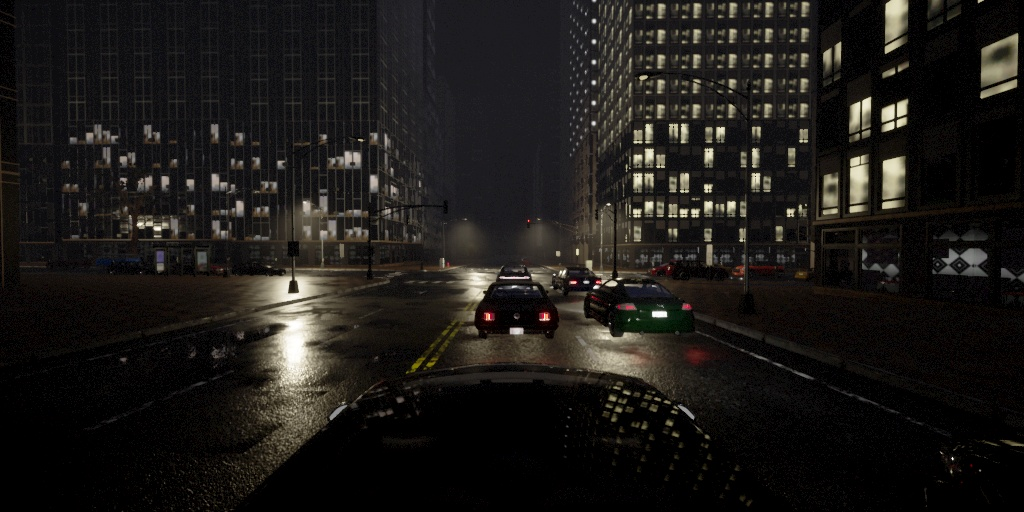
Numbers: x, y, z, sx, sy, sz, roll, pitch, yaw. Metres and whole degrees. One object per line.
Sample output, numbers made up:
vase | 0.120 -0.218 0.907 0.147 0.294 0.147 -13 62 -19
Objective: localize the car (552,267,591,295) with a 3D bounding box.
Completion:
car | 3.402 1.288 19.487 2.033 1.411 5.357 0 0 -3

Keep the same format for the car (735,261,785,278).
car | 25.512 1.294 37.230 4.553 1.767 2.097 1 1 1

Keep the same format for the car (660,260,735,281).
car | 16.223 1.268 31.626 5.009 1.841 2.192 0 0 1

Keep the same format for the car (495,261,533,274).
car | 0.116 1.232 19.286 2.128 1.511 4.902 0 0 0

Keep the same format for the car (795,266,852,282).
car | 27.671 1.578 31.416 4.829 1.417 1.751 0 0 1

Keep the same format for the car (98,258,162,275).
car | -34.066 1.069 32.514 4.313 1.339 1.948 0 0 1

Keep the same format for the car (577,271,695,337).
car | 3.366 1.310 10.258 1.994 1.385 4.181 0 0 -1

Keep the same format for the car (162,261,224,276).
car | -28.385 1.137 32.335 4.207 1.307 1.802 0 0 1

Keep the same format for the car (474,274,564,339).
car | 0.107 1.347 10.030 1.895 1.301 4.718 0 0 0

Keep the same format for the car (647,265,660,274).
car | 16.314 1.425 37.401 4.181 1.385 1.994 1 1 1

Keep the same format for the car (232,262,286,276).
car | -22.701 1.173 32.195 4.313 1.339 1.948 0 0 1

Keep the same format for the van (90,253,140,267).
van | -45.248 0.604 41.187 3.998 1.789 1.690 0 0 1
